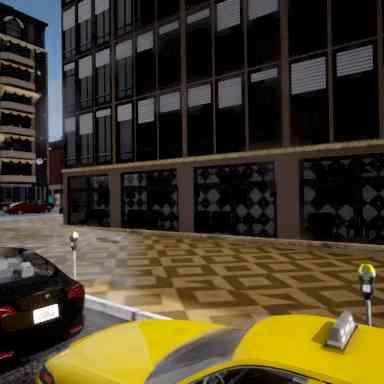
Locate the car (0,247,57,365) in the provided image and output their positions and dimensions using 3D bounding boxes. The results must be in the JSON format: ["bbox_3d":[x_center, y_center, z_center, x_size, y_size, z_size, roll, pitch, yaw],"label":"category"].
[{"bbox_3d":[-3.529,1.568,5.392,4.313,1.339,1.947,0,-1,35],"label":"car"}]

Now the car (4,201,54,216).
[{"bbox_3d":[-15.680,1.580,31.883,1.802,1.307,4.206,-2,-1,35],"label":"car"}]

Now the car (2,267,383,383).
[{"bbox_3d":[0.770,1.526,2.344,4.829,1.417,1.752,0,-1,35],"label":"car"}]

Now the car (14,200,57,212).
[{"bbox_3d":[-19.335,1.742,41.235,1.947,1.339,4.313,-2,-1,35],"label":"car"}]
